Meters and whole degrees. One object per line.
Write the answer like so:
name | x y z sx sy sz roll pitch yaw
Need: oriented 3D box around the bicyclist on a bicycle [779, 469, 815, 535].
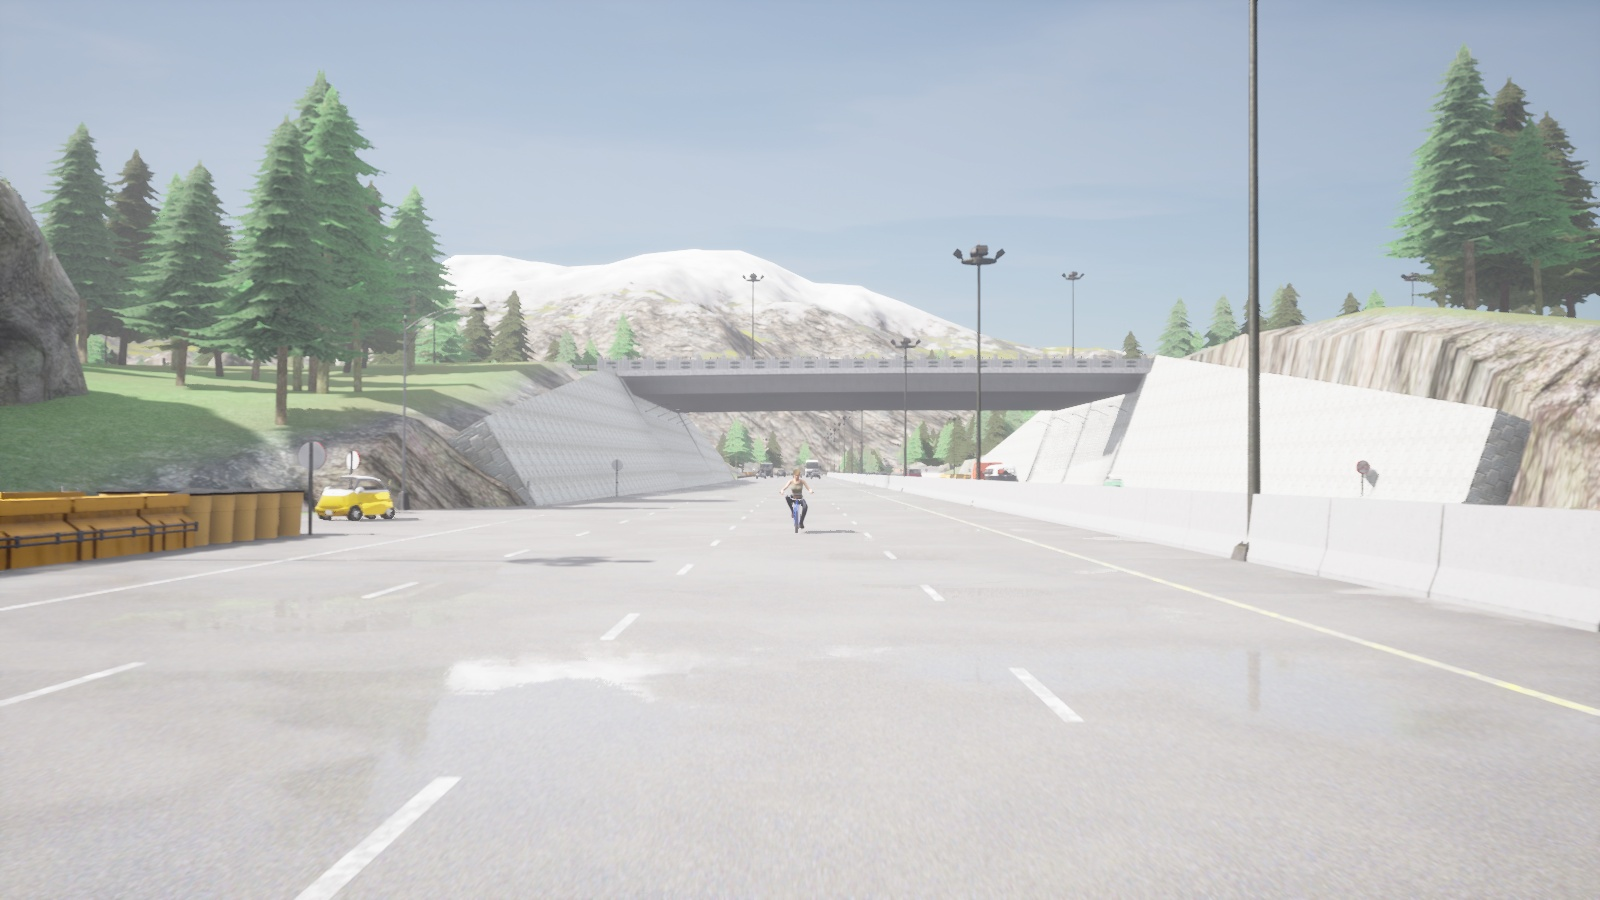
bicyclist on a bicycle | -0.072 1.279 31.510 0.866 1.612 1.509 0 -1 0

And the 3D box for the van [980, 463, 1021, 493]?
van | 13.790 1.930 86.473 2.069 2.038 4.480 0 -1 0

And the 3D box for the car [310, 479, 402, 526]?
car | -13.502 1.564 38.250 1.481 1.376 2.207 -1 -1 28
